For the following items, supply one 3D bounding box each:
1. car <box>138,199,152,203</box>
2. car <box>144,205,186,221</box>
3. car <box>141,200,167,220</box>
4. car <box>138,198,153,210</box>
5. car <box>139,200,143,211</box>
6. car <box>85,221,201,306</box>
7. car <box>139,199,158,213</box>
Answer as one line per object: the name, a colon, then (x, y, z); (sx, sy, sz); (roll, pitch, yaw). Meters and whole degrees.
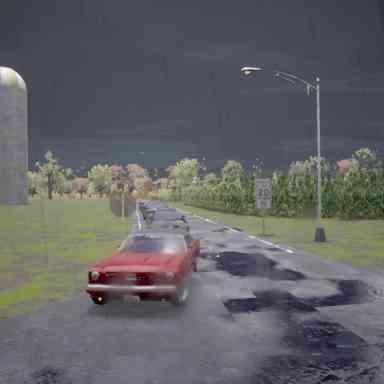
car: (-4.454, 1.709, 35.732); (2.033, 1.411, 5.357); (-1, 0, -10)
car: (-1.353, 1.649, 17.798); (1.994, 1.385, 4.181); (-1, 0, -10)
car: (-2.305, 1.600, 23.444); (2.128, 1.511, 4.902); (-1, 0, -10)
car: (-6.733, 1.695, 48.170); (1.882, 1.535, 5.008); (-1, 0, -11)
car: (-3.417, 1.700, 29.866); (1.994, 1.385, 4.181); (-1, 0, -10)
car: (-0.893, 1.661, 8.367); (1.895, 1.301, 4.718); (-1, 0, 6)
car: (-5.608, 1.682, 42.084); (2.128, 1.511, 4.902); (-1, 0, -10)
